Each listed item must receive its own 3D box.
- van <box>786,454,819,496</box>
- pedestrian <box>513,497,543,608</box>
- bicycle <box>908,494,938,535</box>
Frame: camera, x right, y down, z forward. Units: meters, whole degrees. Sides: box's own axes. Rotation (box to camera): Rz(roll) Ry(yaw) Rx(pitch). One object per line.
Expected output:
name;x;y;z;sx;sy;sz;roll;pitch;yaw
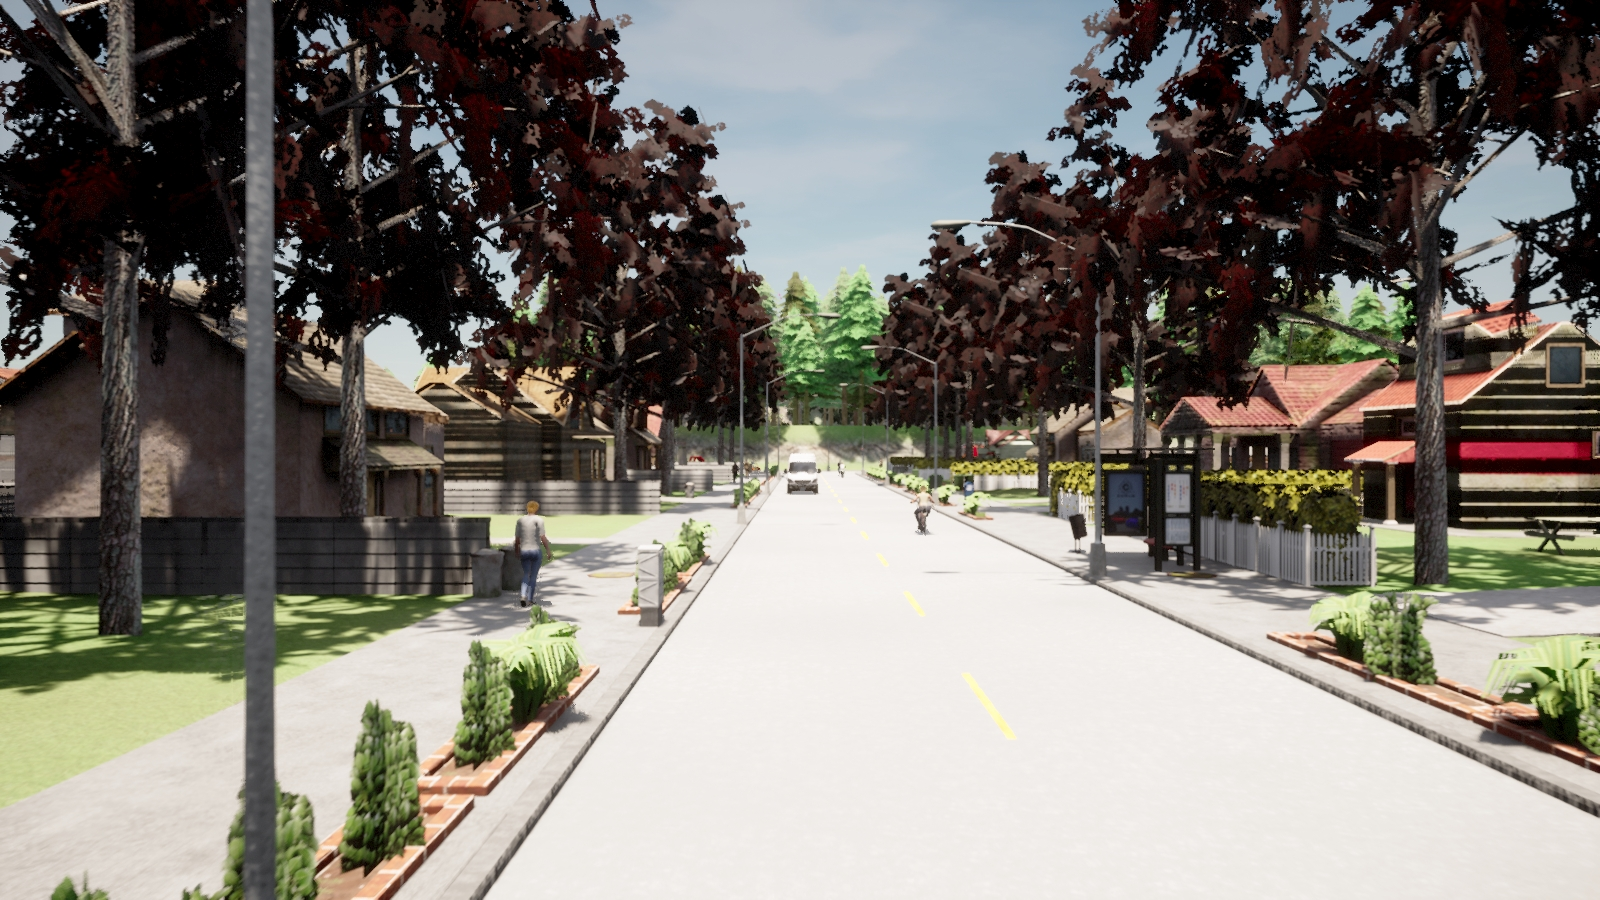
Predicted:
van;0.164;1.522;72.922;1.988;2.561;5.915;0;0;0
pedestrian;-4.653;1.739;19.565;0.375;1.860;0.375;0;0;9
bicycle;4.101;2.151;38.170;0.859;1.276;1.487;0;0;0
